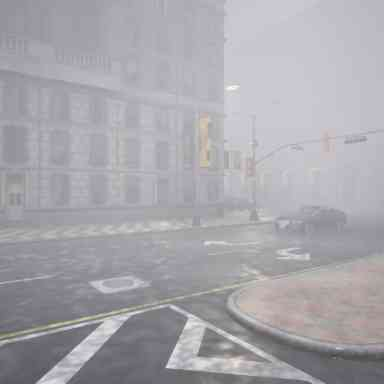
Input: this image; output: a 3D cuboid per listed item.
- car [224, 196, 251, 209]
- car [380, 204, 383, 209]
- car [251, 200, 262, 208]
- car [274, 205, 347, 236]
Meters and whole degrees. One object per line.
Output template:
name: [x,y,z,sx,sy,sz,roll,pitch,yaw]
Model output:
car: [5.030,1.352,43.812,2.097,1.767,4.553,0,0,-35]
car: [24.337,1.601,38.177,4.718,1.301,1.895,0,0,21]
car: [7.284,1.547,46.668,2.033,1.411,5.357,0,0,-36]
car: [6.635,1.491,18.475,4.902,1.511,2.128,0,0,-35]
